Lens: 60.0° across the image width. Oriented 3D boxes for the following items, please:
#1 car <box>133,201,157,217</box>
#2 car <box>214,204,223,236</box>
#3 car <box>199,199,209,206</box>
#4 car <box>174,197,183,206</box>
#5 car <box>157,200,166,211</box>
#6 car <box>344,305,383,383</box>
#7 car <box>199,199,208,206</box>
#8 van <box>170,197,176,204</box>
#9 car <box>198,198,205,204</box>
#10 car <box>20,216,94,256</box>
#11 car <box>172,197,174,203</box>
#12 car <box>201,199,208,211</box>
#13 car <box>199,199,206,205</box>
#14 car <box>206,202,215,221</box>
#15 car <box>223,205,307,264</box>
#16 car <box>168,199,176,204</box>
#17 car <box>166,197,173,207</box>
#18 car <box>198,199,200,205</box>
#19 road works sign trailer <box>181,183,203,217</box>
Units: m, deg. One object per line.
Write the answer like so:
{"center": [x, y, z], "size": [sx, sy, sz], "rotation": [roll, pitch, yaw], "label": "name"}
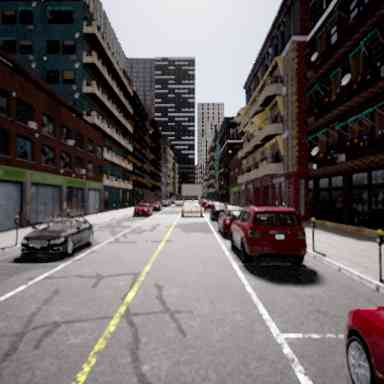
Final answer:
{"center": [-5.306, 1.908, 36.424], "size": [1.887, 1.381, 4.507], "rotation": [1, -1, 0], "label": "car"}
{"center": [2.575, 1.631, 19.368], "size": [1.967, 1.590, 4.097], "rotation": [1, -1, 0], "label": "car"}
{"center": [2.575, 2.274, 70.572], "size": [1.887, 1.381, 4.507], "rotation": [1, -1, 0], "label": "car"}
{"center": [-2.747, 2.254, 71.010], "size": [1.812, 1.442, 4.674], "rotation": [0, -1, 0], "label": "car"}
{"center": [-5.305, 2.027, 47.802], "size": [1.887, 1.381, 4.507], "rotation": [1, -1, 0], "label": "car"}
{"center": [2.703, 1.568, 2.299], "size": [1.887, 1.381, 4.507], "rotation": [1, -1, 0], "label": "car"}
{"center": [2.576, 2.337, 76.261], "size": [1.887, 1.381, 4.507], "rotation": [1, -1, 0], "label": "car"}
{"center": [-5.302, 2.327, 93.320], "size": [1.690, 1.788, 3.998], "rotation": [1, -1, 0], "label": "van"}
{"center": [2.576, 2.514, 93.498], "size": [1.752, 1.417, 4.829], "rotation": [0, -1, 0], "label": "car"}
{"center": [-5.323, 1.686, 13.667], "size": [2.008, 1.369, 4.403], "rotation": [1, -1, 0], "label": "car"}
{"center": [-5.305, 2.253, 70.392], "size": [1.752, 1.417, 4.829], "rotation": [1, -1, 0], "label": "car"}
{"center": [2.574, 2.064, 47.813], "size": [1.802, 1.307, 4.206], "rotation": [1, -1, 0], "label": "car"}
{"center": [2.576, 2.383, 82.120], "size": [1.752, 1.417, 4.829], "rotation": [0, -1, 0], "label": "car"}
{"center": [2.574, 1.871, 30.746], "size": [1.947, 1.339, 4.313], "rotation": [1, -1, 0], "label": "car"}
{"center": [2.608, 1.436, 12.247], "size": [2.192, 1.841, 5.009], "rotation": [1, -1, 0], "label": "car"}
{"center": [-5.304, 2.465, 87.630], "size": [1.887, 1.381, 4.507], "rotation": [1, -1, 0], "label": "car"}
{"center": [-5.305, 2.218, 64.871], "size": [2.008, 1.369, 4.403], "rotation": [1, -1, 0], "label": "car"}
{"center": [2.575, 2.249, 64.882], "size": [1.802, 1.307, 4.206], "rotation": [1, -1, 0], "label": "car"}
{"center": [0.002, 0.828, 36.436], "size": [2.380, 3.560, 2.880], "rotation": [0, -1, 0], "label": "road works sign trailer"}
